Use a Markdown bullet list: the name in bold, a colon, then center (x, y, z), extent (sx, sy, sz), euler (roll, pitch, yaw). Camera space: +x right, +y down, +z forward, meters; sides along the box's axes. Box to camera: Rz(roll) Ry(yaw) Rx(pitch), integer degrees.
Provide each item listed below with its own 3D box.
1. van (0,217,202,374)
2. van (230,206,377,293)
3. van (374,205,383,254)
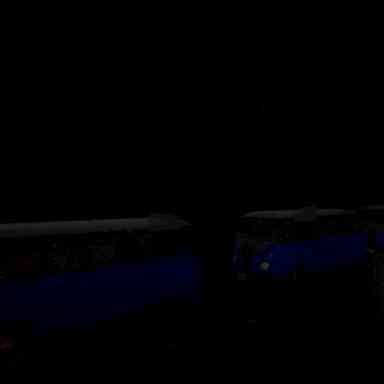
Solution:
- **van**: center (-1.738, 1.341, 5.307), extent (3.998, 1.788, 1.690), euler (0, -1, -35)
- **van**: center (2.812, 1.339, 8.548), extent (3.998, 1.788, 1.690), euler (0, -1, -35)
- **van**: center (7.361, 1.336, 11.789), extent (3.998, 1.788, 1.690), euler (0, -1, -35)
